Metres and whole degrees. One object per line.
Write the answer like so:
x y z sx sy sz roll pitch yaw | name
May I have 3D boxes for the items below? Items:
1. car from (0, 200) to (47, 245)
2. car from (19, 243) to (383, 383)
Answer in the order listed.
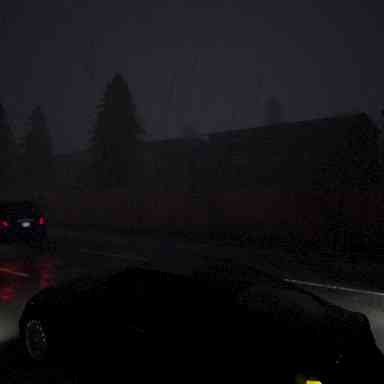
-8.600 1.381 14.427 5.566 2.045 2.150 -1 0 35 | car
-0.269 1.552 4.184 4.674 1.442 1.812 -1 0 35 | car
